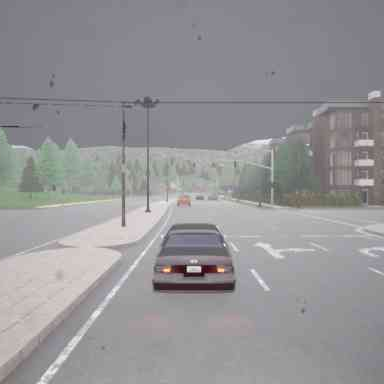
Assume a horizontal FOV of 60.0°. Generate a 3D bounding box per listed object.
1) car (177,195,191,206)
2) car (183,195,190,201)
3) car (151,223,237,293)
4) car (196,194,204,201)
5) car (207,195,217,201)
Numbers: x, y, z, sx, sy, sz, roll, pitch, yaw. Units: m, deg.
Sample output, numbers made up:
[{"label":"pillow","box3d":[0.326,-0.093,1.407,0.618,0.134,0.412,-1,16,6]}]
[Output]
[{"label":"car","box3d":[-1.317,1.347,54.721,2.097,1.767,4.553,0,0,-1]},{"label":"car","box3d":[-1.457,1.516,85.546,1.812,1.442,4.674,0,0,0]},{"label":"car","box3d":[0.048,1.547,8.975,2.033,1.411,5.357,0,0,0]},{"label":"car","box3d":[2.043,1.470,85.582,1.882,1.535,5.008,0,0,0]},{"label":"car","box3d":[5.543,1.532,85.587,2.033,1.411,5.357,0,0,0]}]
